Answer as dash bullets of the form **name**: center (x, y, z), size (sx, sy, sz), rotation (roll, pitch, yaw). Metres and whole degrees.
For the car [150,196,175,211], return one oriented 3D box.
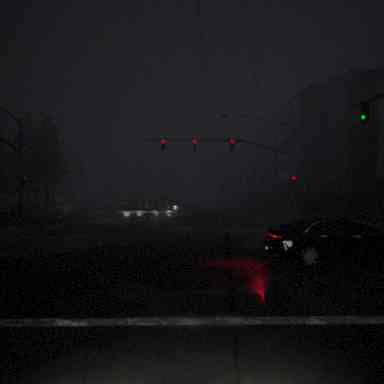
- **car**: center (-3.624, 1.359, 41.606), size (2.097, 1.767, 4.553), rotation (0, 0, 0)

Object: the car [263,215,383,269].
- **car**: center (4.776, 1.514, 10.615), size (4.892, 1.490, 1.837), rotation (0, 0, -2)

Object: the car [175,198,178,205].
- **car**: center (-3.542, 1.618, 58.764), size (1.895, 1.301, 4.718), rotation (0, 0, 0)

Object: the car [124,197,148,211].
- **car**: center (-7.123, 1.359, 41.606), size (2.097, 1.767, 4.553), rotation (0, 0, 0)

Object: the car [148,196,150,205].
- **car**: center (-7.042, 1.492, 58.792), size (1.882, 1.535, 5.008), rotation (0, 0, 0)
